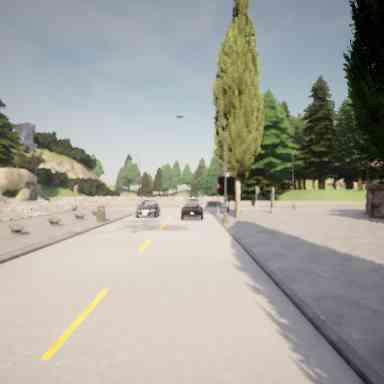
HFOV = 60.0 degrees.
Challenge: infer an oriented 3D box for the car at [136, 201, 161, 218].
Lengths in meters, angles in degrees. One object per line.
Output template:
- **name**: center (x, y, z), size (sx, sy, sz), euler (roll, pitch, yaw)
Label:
- **car**: center (-3.988, 1.572, 30.720), size (2.128, 1.511, 4.902), euler (0, 0, 0)

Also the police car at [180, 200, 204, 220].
- **police car**: center (0.012, 1.501, 28.961), size (1.930, 1.638, 5.238), euler (0, 0, 0)
